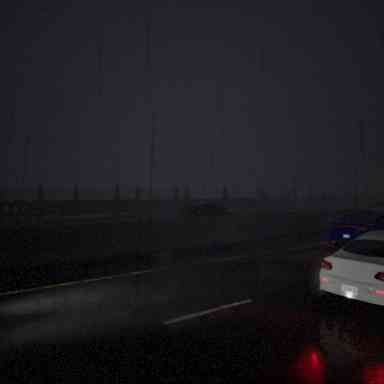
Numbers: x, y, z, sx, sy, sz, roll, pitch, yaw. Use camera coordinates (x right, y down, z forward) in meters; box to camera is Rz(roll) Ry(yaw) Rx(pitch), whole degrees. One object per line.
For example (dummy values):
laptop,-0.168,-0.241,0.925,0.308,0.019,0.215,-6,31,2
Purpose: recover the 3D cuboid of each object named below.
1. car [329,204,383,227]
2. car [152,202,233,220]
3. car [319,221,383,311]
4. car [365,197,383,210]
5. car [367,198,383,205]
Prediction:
car,7.694,1.484,13.807,5.008,1.535,1.882,0,0,-37
car,0.029,1.359,17.058,4.553,1.767,2.097,0,0,-37
car,4.588,1.529,7.130,4.674,1.442,1.812,0,0,-36
car,25.522,1.499,44.924,5.008,1.535,1.882,0,0,-37
car,22.319,1.496,38.167,5.008,1.535,1.882,0,0,-37
